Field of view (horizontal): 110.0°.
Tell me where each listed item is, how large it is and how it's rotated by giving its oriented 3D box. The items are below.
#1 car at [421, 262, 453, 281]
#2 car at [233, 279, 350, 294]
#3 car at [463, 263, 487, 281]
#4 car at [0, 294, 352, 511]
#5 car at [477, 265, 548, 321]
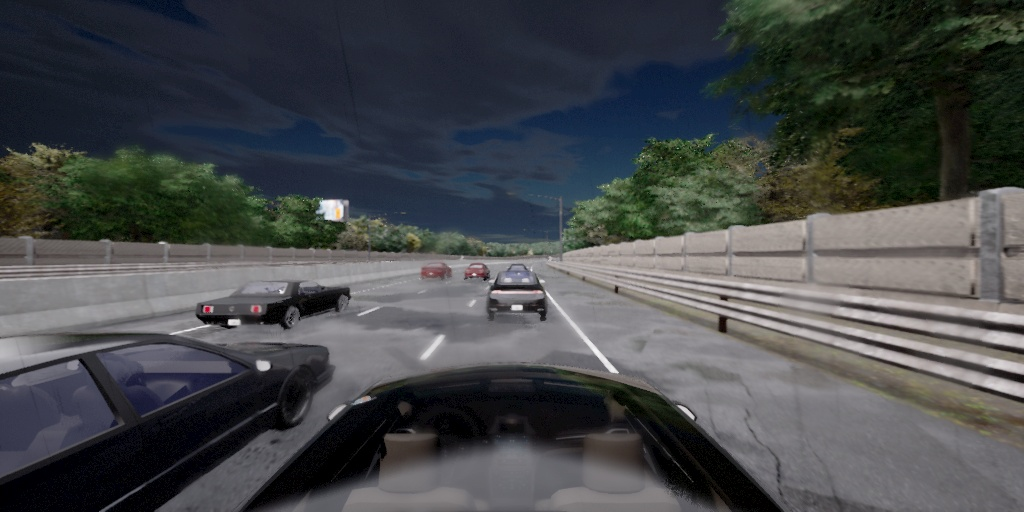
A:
[{"bbox_3d":[-6.482,1.287,31.430,1.882,1.535,5.008,0,0,1],"label":"car"},{"bbox_3d":[-6.844,1.356,11.097,1.895,1.301,4.718,0,0,0],"label":"car"},{"bbox_3d":[-2.985,1.338,31.252,1.812,1.442,4.674,0,0,1],"label":"car"},{"bbox_3d":[-3.394,1.296,2.537,2.033,1.411,5.357,0,0,0],"label":"car"},{"bbox_3d":[0.173,1.252,12.551,2.128,1.511,4.902,0,0,1],"label":"car"}]
